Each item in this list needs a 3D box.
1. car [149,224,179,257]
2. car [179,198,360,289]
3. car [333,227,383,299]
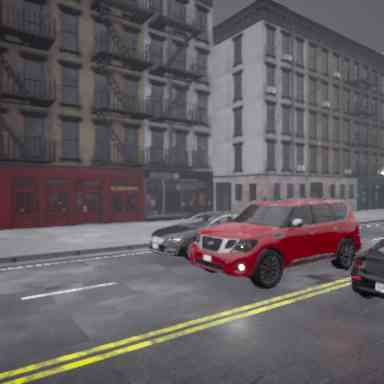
[{"bbox_3d":[0.804,1.493,12.241,4.902,1.511,2.128,0,0,-35],"label":"car"},{"bbox_3d":[2.614,1.223,9.542,5.566,2.045,2.150,0,0,-35],"label":"car"},{"bbox_3d":[5.255,1.527,7.189,4.674,1.442,1.812,0,0,-35],"label":"car"}]
